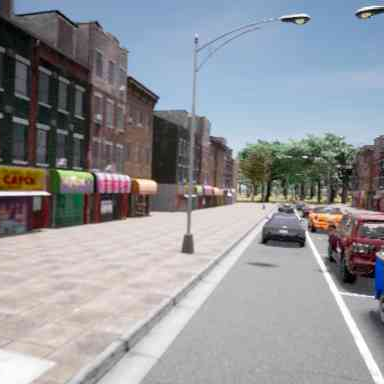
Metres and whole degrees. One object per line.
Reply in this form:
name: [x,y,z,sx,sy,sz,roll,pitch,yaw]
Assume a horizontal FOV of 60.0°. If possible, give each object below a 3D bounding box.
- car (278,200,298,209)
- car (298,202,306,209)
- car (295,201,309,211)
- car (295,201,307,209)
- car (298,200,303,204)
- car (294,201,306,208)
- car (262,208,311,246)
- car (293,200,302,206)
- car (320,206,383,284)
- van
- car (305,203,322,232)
car: [11.575,1.970,40.910,2.128,1.511,4.902,3,0,16]
car: [12.768,2.076,35.862,1.887,1.381,4.507,2,0,16]
car: [18.733,2.356,56.648,2.008,1.369,4.403,2,0,16]
car: [20.224,2.422,61.844,1.887,1.381,4.507,2,0,16]
car: [17.241,2.300,51.451,1.947,1.339,4.313,2,0,16]
car: [21.715,2.501,67.040,2.008,1.369,4.403,2,0,16]
car: [4.608,1.742,16.628,1.994,1.385,4.181,3,0,16]
car: [26.188,2.722,82.629,1.887,1.381,4.507,2,0,16]
car: [5.318,1.532,9.881,2.192,1.841,5.009,2,0,16]
van: [3.826,1.499,4.685,1.690,1.788,3.998,2,0,16]
car: [9.045,1.723,22.415,2.097,1.767,4.553,3,0,16]
